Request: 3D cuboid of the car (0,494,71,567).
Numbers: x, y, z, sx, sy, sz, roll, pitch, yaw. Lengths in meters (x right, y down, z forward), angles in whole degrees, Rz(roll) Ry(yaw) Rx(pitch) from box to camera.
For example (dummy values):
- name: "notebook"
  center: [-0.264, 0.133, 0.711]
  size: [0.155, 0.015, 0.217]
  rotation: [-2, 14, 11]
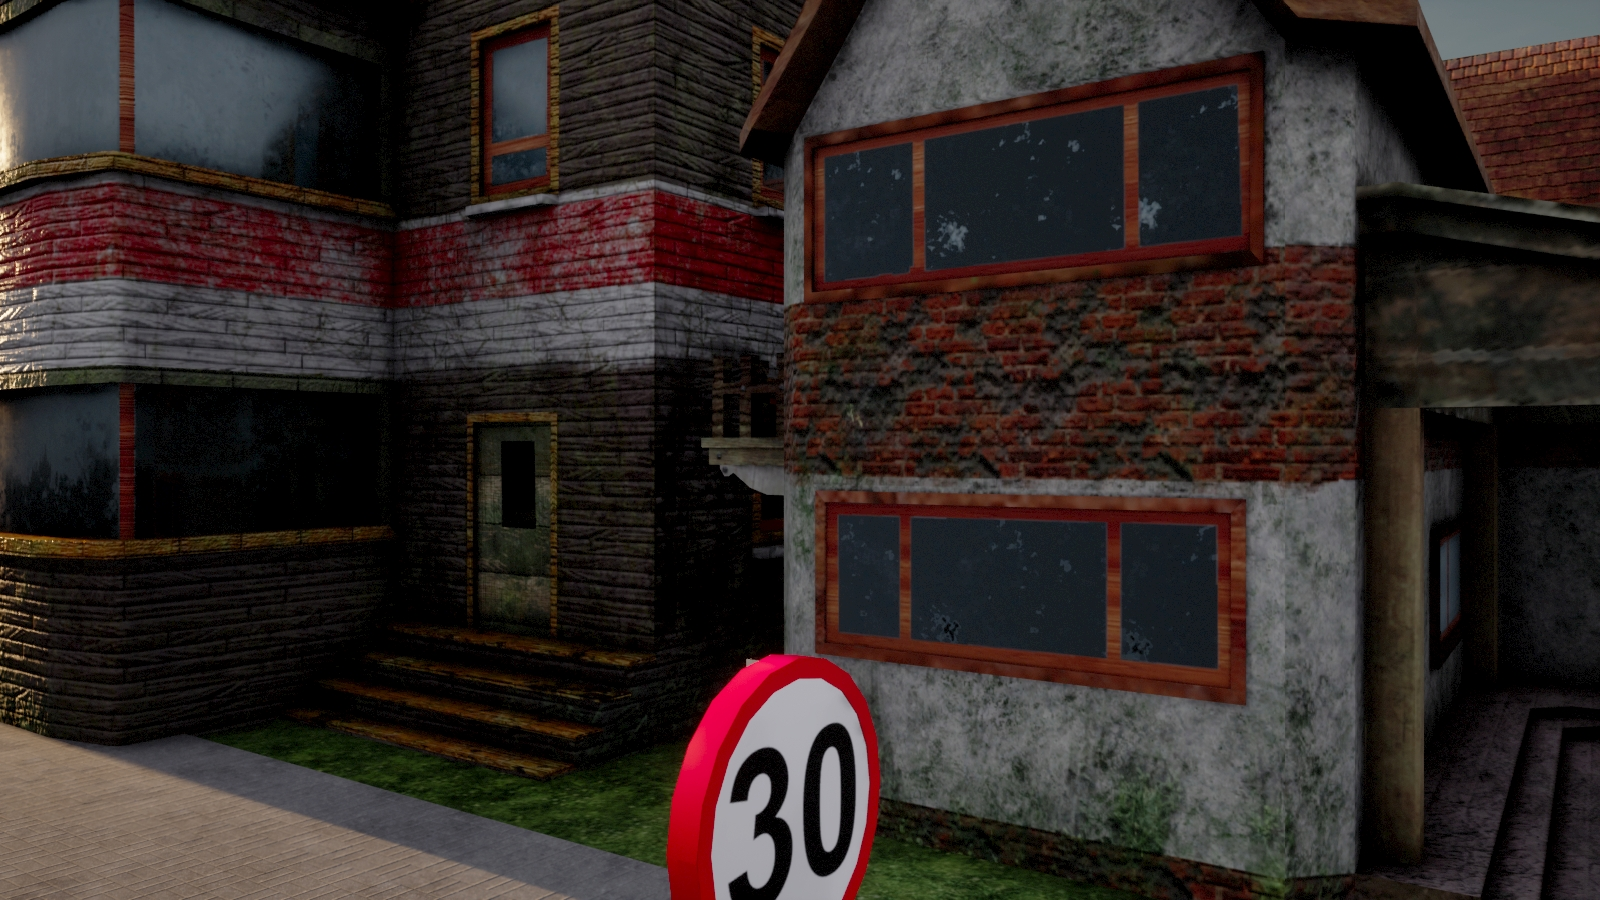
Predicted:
- name: "car"
  center: [-19.027, 1.815, 24.859]
  size: [2.128, 1.511, 4.902]
  rotation: [0, 0, 36]
